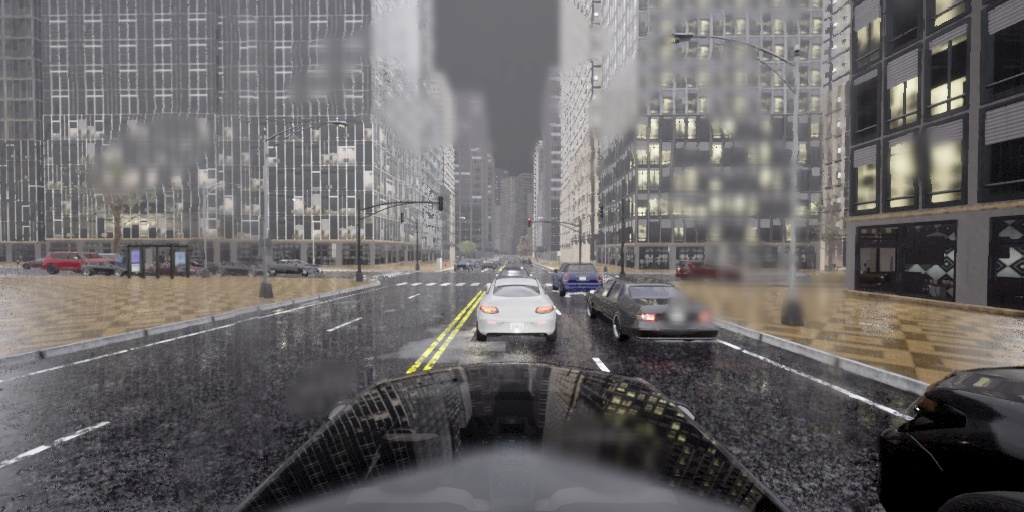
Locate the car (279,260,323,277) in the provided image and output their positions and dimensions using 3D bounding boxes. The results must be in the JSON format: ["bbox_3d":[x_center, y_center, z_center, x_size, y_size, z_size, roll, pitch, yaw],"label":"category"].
[{"bbox_3d":[-20.005,1.080,32.920,4.902,1.511,2.128,1,1,1],"label":"car"}]

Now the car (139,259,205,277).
[{"bbox_3d":[-28.394,1.138,30.407,4.207,1.307,1.802,0,0,1],"label":"car"}]

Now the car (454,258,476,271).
[{"bbox_3d":[-6.588,1.068,49.244,2.097,1.767,4.553,0,0,1],"label":"car"}]

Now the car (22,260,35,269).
[{"bbox_3d":[-50.942,0.793,39.373,4.207,1.307,1.802,0,0,1],"label":"car"}]

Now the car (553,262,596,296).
[{"bbox_3d":[3.363,1.093,19.168,2.097,1.767,4.553,0,0,0],"label":"car"}]

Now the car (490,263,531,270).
[{"bbox_3d":[0.112,1.288,18.888,2.033,1.411,5.357,0,0,0],"label":"car"}]

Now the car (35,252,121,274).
[{"bbox_3d":[-40.016,0.628,33.346,5.566,2.045,2.150,1,1,1],"label":"car"}]

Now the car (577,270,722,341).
[{"bbox_3d":[3.358,1.293,9.782,2.033,1.411,5.357,0,0,0],"label":"car"}]

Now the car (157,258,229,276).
[{"bbox_3d":[-29.416,0.981,33.119,5.008,1.535,1.882,1,1,1],"label":"car"}]

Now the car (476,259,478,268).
[{"bbox_3d":[-6.544,1.211,58.341,1.837,1.490,4.892,0,0,0],"label":"car"}]

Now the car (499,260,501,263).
[{"bbox_3d":[-3.283,1.304,60.987,1.895,1.301,4.718,0,0,0],"label":"car"}]

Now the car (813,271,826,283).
[{"bbox_3d":[27.662,1.579,29.508,4.829,1.417,1.751,0,0,1],"label":"car"}]

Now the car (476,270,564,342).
[{"bbox_3d":[0.105,1.272,9.644,1.812,1.442,4.674,0,0,0],"label":"car"}]

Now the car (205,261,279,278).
[{"bbox_3d":[-22.710,1.174,30.269,4.313,1.339,1.948,0,0,1],"label":"car"}]

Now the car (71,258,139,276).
[{"bbox_3d":[-34.075,1.069,30.584,4.313,1.339,1.948,0,0,1],"label":"car"}]

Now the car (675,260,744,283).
[{"bbox_3d":[16.214,1.269,29.713,5.009,1.841,2.192,0,0,1],"label":"car"}]

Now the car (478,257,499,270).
[{"bbox_3d":[-3.305,1.262,51.226,2.033,1.411,5.357,0,0,0],"label":"car"}]
